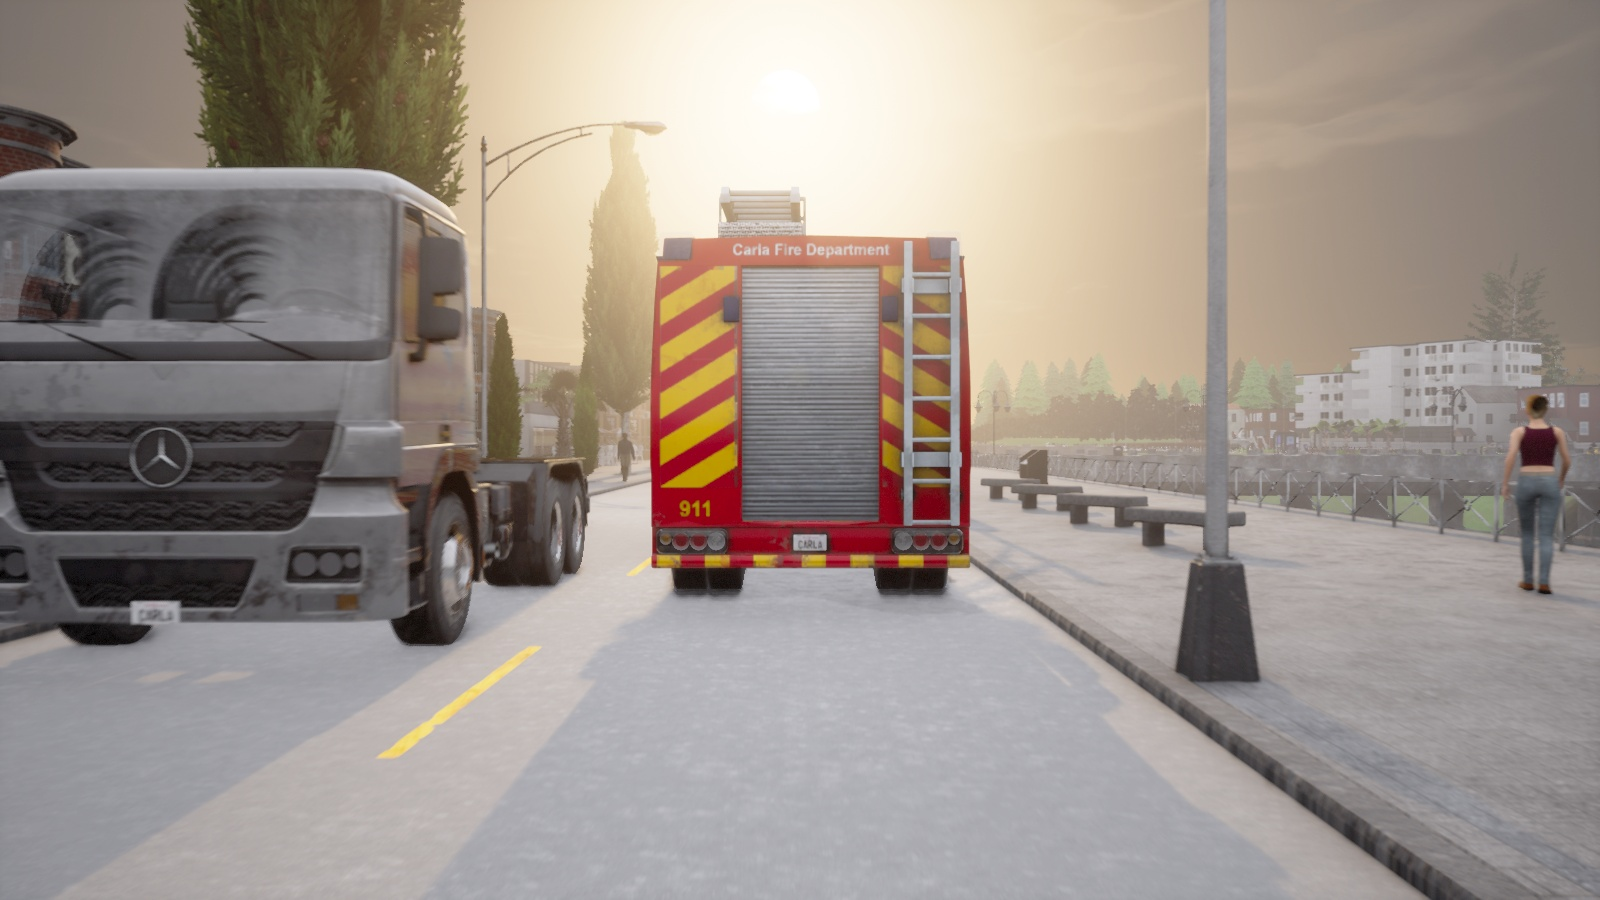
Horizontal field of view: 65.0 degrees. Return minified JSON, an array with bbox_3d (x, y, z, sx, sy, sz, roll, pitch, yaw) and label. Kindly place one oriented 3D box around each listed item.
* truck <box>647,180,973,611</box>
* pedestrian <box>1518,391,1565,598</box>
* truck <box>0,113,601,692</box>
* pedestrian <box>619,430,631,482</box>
[{"bbox_3d":[0.109,-0.505,15.384,2.891,3.827,8.468,0,0,0],"label":"truck"},{"bbox_3d":[6.773,0.397,11.483,0.345,1.836,0.594,0,0,29],"label":"pedestrian"},{"bbox_3d":[-3.917,-0.303,11.488,2.891,3.462,7.936,0,0,0],"label":"truck"},{"bbox_3d":[-6.231,0.200,44.685,0.370,1.835,0.726,0,0,-4],"label":"pedestrian"}]
